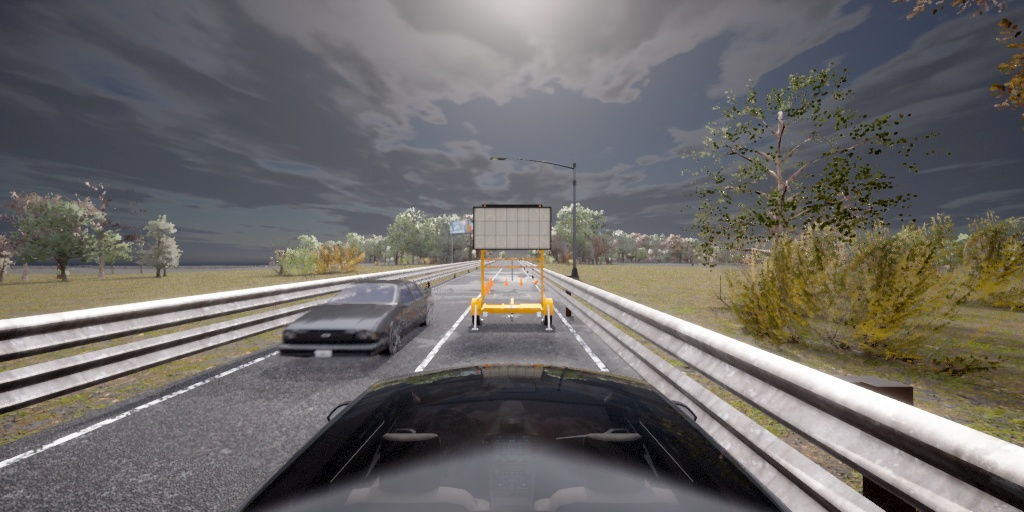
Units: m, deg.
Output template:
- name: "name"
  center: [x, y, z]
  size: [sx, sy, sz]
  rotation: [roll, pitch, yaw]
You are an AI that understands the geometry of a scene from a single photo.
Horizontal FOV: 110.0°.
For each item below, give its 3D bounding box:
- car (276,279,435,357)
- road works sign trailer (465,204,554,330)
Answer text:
- name: "car"
  center: [-3.251, 1.300, 8.848]
  size: [2.033, 1.411, 5.357]
  rotation: [0, 0, 0]
- name: "road works sign trailer"
  center: [0.009, 0.218, 11.101]
  size: [2.380, 3.560, 2.880]
  rotation: [0, 0, 0]
